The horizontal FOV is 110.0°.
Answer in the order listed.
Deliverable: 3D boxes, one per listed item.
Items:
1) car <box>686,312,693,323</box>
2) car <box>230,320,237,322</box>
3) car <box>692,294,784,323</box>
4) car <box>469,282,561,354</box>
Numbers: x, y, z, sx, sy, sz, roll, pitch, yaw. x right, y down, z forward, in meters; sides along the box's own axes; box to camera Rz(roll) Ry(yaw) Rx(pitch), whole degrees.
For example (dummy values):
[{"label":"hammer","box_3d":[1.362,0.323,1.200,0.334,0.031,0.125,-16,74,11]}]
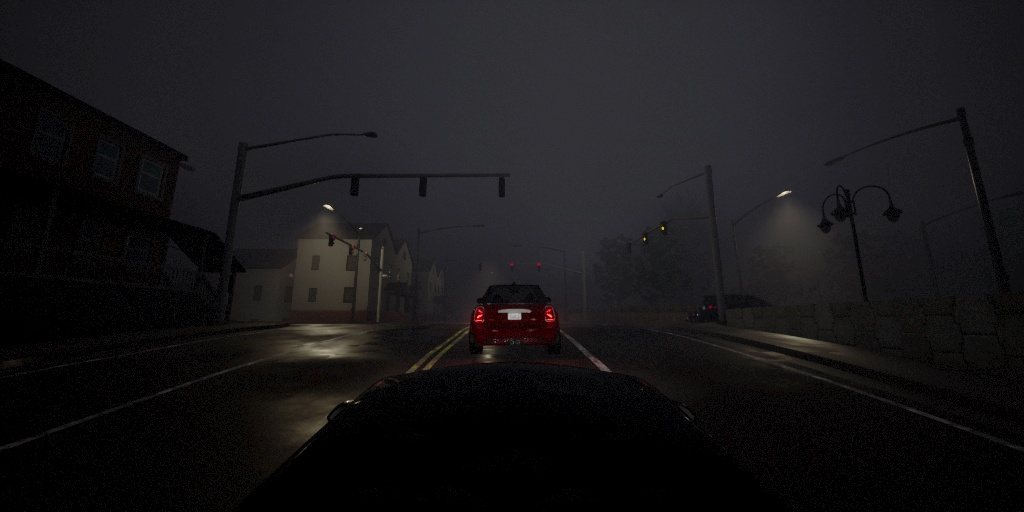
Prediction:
[{"label":"car","box_3d":[16.301,4.628,28.306,4.902,1.511,2.128,0,-10,1]},{"label":"car","box_3d":[-19.900,5.157,24.902,5.008,1.535,1.882,-9,-10,0]},{"label":"car","box_3d":[15.913,3.703,24.716,5.566,2.045,2.150,0,-10,1]},{"label":"car","box_3d":[0.059,1.566,10.072,2.097,1.767,4.553,-1,-6,0]}]
